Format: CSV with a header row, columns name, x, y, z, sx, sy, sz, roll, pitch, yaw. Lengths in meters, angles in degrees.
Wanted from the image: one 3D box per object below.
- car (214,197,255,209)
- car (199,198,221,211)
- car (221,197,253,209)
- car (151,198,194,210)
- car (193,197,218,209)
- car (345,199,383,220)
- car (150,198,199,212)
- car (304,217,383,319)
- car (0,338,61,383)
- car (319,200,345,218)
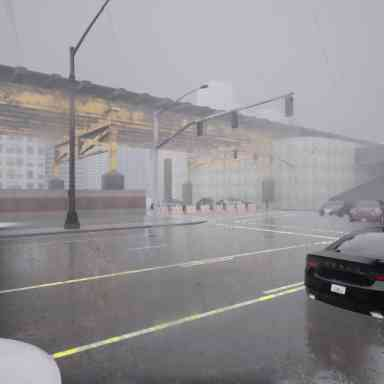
name,x,y,z,sx,sy,sz,roll,pitch,yaw
car,5.558,1.453,43.737,4.974,1.542,2.038,0,0,-7
car,1.682,1.453,39.943,2.038,1.542,4.974,0,0,18
car,5.507,1.295,43.730,4.536,1.218,1.853,0,0,-7
car,-2.091,1.295,37.231,4.536,1.218,1.853,0,0,8
car,1.697,1.295,39.992,1.853,1.218,4.536,0,0,18
car,13.074,1.352,24.478,2.097,1.767,4.553,0,0,37
car,-2.039,1.453,37.225,4.974,1.542,2.038,0,0,8
car,4.464,1.478,7.030,5.008,1.535,1.882,0,0,-36
car,-3.059,1.526,1.555,4.674,1.442,1.812,0,0,-36
car,12.997,1.491,29.982,2.128,1.511,4.902,0,0,40
